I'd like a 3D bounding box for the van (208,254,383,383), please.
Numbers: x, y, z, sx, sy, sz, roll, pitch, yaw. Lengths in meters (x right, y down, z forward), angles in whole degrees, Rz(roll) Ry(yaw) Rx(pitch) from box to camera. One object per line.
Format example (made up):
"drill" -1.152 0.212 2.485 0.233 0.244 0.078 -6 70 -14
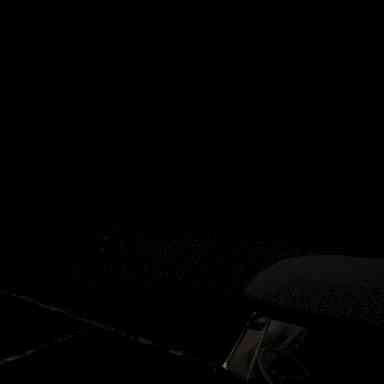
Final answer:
"van" 1.890 1.343 1.496 3.998 1.788 1.690 0 0 36
